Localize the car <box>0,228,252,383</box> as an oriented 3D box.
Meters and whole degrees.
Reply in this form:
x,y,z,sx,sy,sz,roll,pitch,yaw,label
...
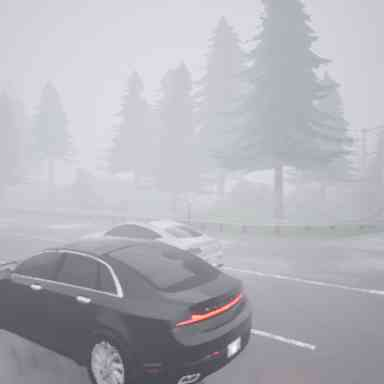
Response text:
x,y,z,sx,sy,sz,roll,pitch,yaw,label
-1.512,1.464,5.070,4.892,1.490,1.837,0,0,35,car

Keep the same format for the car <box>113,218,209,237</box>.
x,y,z,sx,sy,sz,roll,pitch,yaw,label
-1.364,1.466,9.263,4.674,1.442,1.812,1,0,35,car
